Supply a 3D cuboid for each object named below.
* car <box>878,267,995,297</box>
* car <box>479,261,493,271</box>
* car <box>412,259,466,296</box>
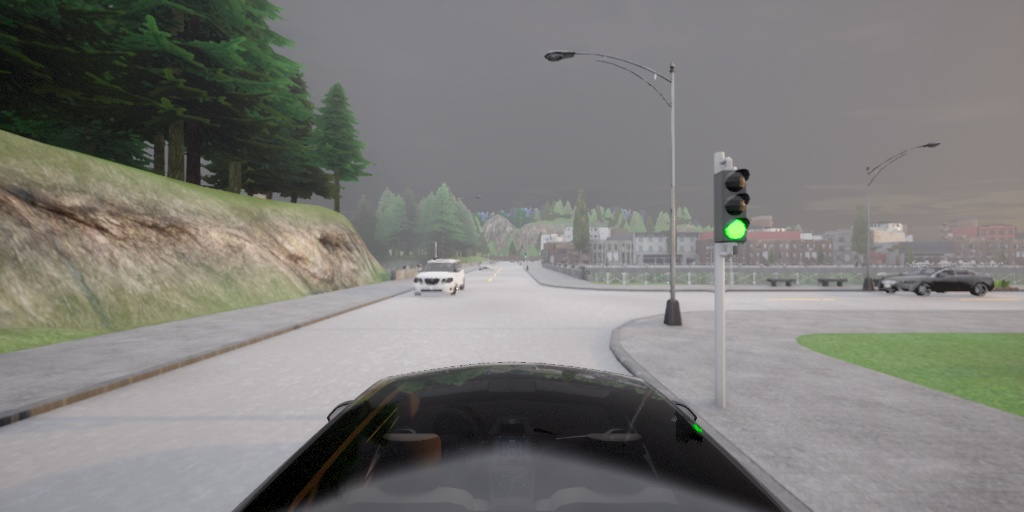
[{"bbox_3d":[22.601,1.342,19.230,4.902,1.511,2.128,0,0,0],"label":"car"},{"bbox_3d":[-3.956,1.561,54.724,1.812,1.442,4.674,0,1,0],"label":"car"},{"bbox_3d":[-3.983,1.212,20.501,2.150,2.045,5.566,0,0,0],"label":"car"}]
